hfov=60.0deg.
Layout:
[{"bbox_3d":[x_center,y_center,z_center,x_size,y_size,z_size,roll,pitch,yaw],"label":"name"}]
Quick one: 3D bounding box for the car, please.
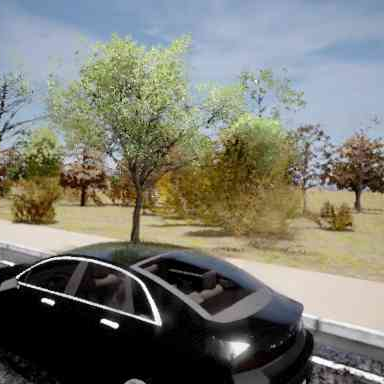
[{"bbox_3d":[-1.027,1.403,4.295,4.892,1.490,1.837,2,1,35],"label":"car"}]
